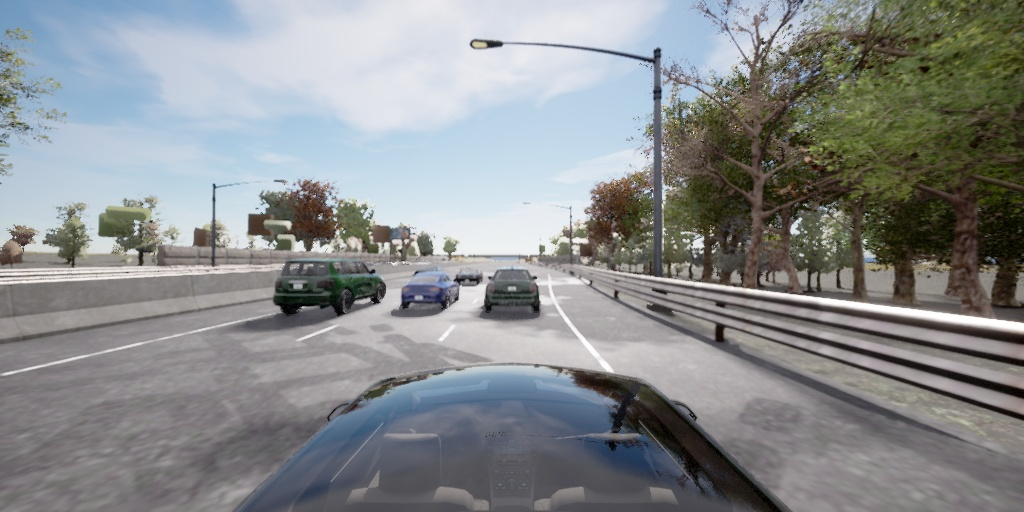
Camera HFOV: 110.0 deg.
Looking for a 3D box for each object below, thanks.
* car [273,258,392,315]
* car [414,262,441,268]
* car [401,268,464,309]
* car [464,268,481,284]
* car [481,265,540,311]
[{"bbox_3d":[-6.989,1.107,14.418,2.150,2.045,5.566,0,0,0],"label":"car"},{"bbox_3d":[-6.968,1.540,31.108,1.882,1.535,5.008,0,0,1],"label":"car"},{"bbox_3d":[-3.472,1.421,15.755,1.812,1.442,4.674,0,0,1],"label":"car"},{"bbox_3d":[-3.480,1.652,30.102,1.895,1.301,4.718,0,-1,0],"label":"car"},{"bbox_3d":[0.024,1.242,15.277,2.097,1.767,4.553,0,-1,1],"label":"car"}]
